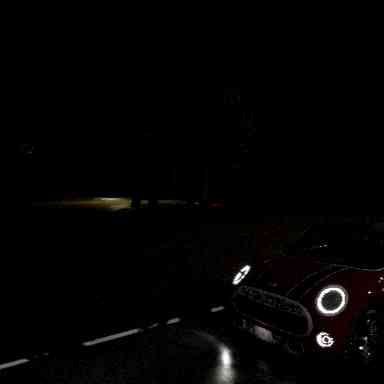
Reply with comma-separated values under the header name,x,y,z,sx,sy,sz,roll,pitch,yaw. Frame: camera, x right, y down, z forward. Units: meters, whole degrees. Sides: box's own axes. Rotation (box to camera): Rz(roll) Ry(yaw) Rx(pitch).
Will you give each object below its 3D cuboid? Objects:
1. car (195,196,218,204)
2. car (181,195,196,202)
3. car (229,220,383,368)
name,x,y,z,sx,sy,sz,roll,pitch,yaw
car,3.275,1.661,66.760,1.837,1.490,4.892,1,-2,-33
car,-0.615,1.363,72.583,2.097,1.767,4.553,1,0,-34
car,2.802,1.344,5.872,4.553,1.767,2.097,0,0,-36
